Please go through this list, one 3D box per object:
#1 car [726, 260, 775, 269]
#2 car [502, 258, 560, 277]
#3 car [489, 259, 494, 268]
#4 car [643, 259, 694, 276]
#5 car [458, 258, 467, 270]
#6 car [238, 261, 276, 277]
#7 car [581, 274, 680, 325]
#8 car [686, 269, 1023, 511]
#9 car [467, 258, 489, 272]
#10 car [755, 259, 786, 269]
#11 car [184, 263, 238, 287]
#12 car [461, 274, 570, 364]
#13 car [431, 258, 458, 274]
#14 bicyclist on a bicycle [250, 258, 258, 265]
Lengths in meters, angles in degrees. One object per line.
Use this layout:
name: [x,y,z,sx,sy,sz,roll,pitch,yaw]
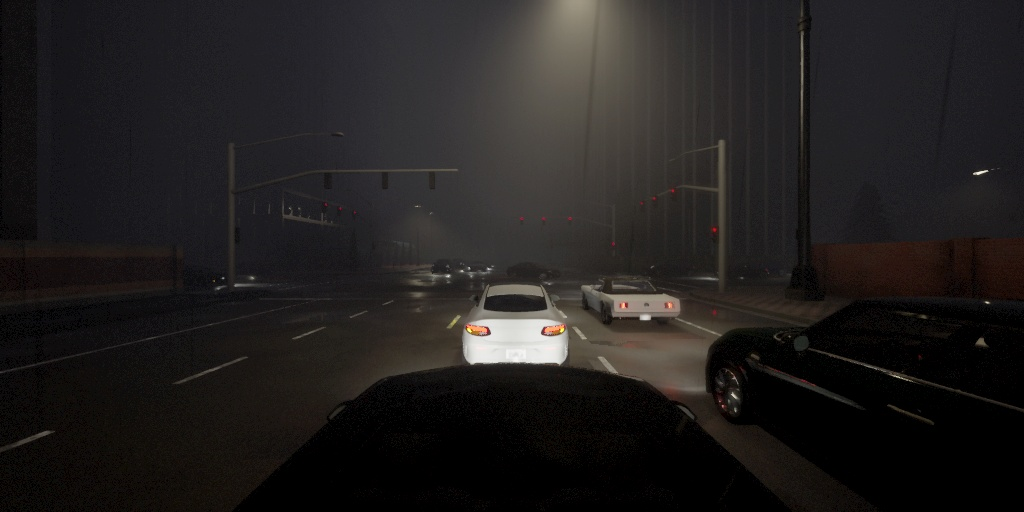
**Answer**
car: [20.189,1.314,31.693,4.181,1.385,1.994,0,0,-1]
car: [1.788,1.228,30.951,5.008,1.535,1.882,0,1,39]
car: [-4.579,1.351,61.595,1.895,1.301,4.718,0,0,-1]
car: [15.338,1.102,35.147,4.553,1.767,2.097,0,0,0]
car: [-7.945,1.102,52.265,2.097,1.767,4.553,0,0,-1]
car: [-25.653,1.241,34.727,4.902,1.511,2.128,0,0,0]
car: [3.563,1.351,11.795,1.895,1.301,4.718,0,0,0]
car: [3.599,1.102,2.893,2.097,1.767,4.553,0,0,0]
car: [-4.339,1.276,45.969,1.812,1.442,4.674,0,0,-1]
car: [24.230,1.102,35.229,4.553,1.767,2.097,0,0,0]
car: [-21.419,1.314,24.093,4.181,1.385,1.994,0,0,0]
car: [0.059,1.276,7.577,1.812,1.442,4.674,0,0,0]
car: [-7.720,1.101,40.327,2.097,1.767,4.553,0,0,-1]
bicyclist on a bicycle: [-28.409,1.051,39.513,0.582,1.620,1.656,0,0,-1]
